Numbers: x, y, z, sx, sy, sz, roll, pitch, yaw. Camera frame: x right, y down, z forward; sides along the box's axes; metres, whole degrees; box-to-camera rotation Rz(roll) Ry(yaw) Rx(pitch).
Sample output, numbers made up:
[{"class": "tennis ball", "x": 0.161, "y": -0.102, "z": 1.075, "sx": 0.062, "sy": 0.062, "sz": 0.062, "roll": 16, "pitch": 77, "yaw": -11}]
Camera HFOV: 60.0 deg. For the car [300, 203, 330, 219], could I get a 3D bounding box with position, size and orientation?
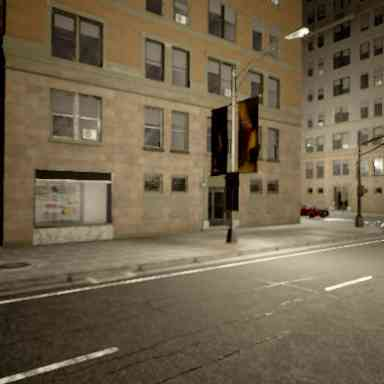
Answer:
[{"class": "car", "x": 10.853, "y": 1.734, "z": 31.637, "sx": 1.994, "sy": 1.385, "sz": 4.181, "roll": 1, "pitch": 0, "yaw": -35}]
